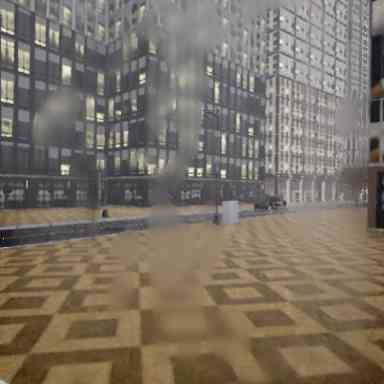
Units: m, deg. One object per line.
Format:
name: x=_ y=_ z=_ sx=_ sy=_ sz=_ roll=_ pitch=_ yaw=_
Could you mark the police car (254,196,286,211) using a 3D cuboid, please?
police car: x=9.012 y=1.314 z=38.584 sx=1.930 sy=1.638 sz=5.238 roll=1 pitch=1 yaw=44
